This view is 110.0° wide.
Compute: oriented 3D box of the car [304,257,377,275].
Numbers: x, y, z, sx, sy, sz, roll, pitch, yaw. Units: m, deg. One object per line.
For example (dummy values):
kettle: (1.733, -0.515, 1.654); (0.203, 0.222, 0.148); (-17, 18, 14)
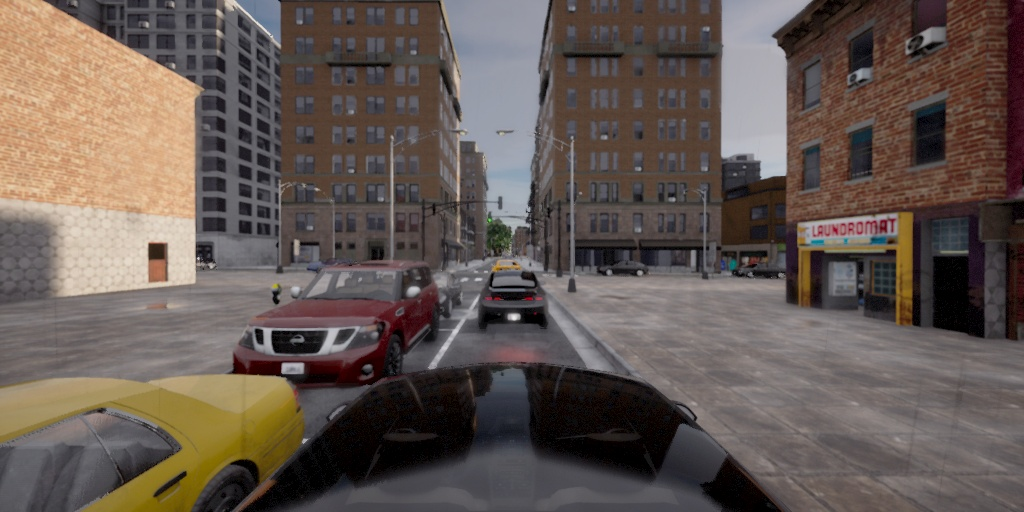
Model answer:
car: (-14.855, 0.874, 31.238); (5.357, 1.411, 2.033); (1, 0, -1)

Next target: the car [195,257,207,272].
car: (-28.483, 0.655, 31.093); (4.902, 1.511, 2.128); (1, 0, -1)

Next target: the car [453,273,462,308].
car: (-2.743, 1.211, 12.474); (2.007, 1.370, 4.403); (0, 0, -1)

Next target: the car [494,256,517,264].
car: (-0.492, 1.024, 26.124); (1.882, 1.535, 5.008); (0, 1, -7)

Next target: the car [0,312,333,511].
car: (-2.617, 1.279, 1.077); (1.751, 1.417, 4.829); (0, 0, -1)

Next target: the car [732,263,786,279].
car: (23.903, 1.400, 34.610); (4.892, 1.490, 1.837); (0, 0, -1)

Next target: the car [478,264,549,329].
car: (0.009, 1.179, 10.949); (1.837, 1.490, 4.892); (0, 1, -1)

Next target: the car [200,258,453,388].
car: (-2.681, 1.021, 6.860); (2.192, 1.841, 5.009); (0, 0, -1)

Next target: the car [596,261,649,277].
car: (10.604, 1.177, 34.497); (4.892, 1.490, 1.837); (1, 0, 0)
